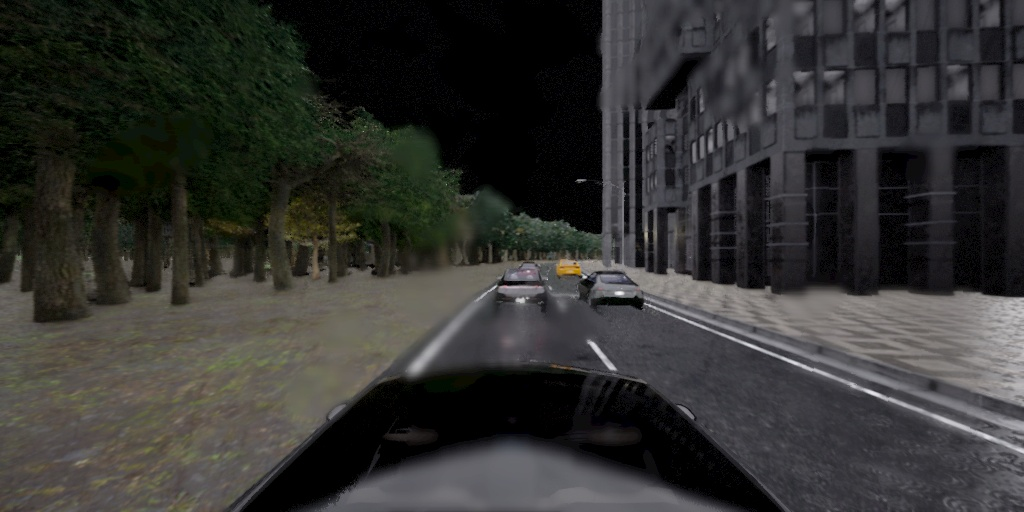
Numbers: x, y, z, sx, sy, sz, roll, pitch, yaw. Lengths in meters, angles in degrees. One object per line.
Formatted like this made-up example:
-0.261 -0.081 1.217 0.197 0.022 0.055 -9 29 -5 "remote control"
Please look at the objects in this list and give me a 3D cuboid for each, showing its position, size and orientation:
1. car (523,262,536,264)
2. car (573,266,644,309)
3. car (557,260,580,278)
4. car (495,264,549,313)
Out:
1.523 1.227 31.419 1.994 1.385 4.181 0 0 5 "car"
3.938 1.302 14.873 1.994 1.385 4.181 0 0 2 "car"
5.141 1.140 32.621 1.882 1.535 5.008 0 0 5 "car"
0.395 1.229 14.006 2.128 1.511 4.902 0 0 2 "car"
